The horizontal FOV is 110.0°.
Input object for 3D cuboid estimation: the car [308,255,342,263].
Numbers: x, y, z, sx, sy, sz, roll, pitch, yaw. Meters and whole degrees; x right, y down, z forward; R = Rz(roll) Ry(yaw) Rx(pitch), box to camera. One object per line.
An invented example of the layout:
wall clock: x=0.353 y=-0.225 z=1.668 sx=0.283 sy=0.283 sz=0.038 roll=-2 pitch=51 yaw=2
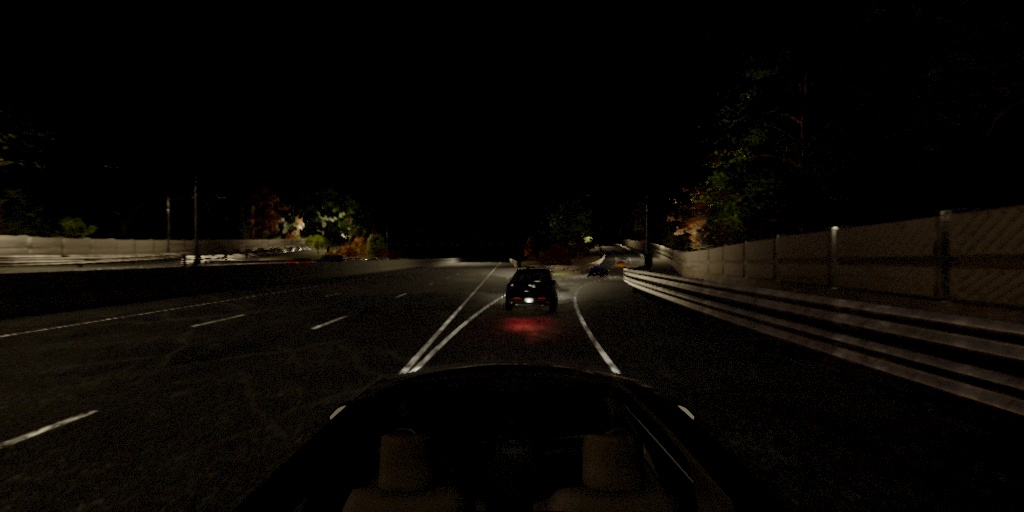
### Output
car: x=-25.379 y=0.894 z=49.848 sx=2.150 sy=2.045 sz=5.566 roll=0 pitch=0 yaw=0

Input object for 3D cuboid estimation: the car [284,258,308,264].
car: x=-28.873 y=1.014 z=48.682 sx=2.097 sy=1.767 sz=4.553 roll=0 pitch=0 yaw=-1

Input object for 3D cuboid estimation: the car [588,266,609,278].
car: x=10.970 y=1.981 z=45.533 sx=1.812 sy=1.442 sz=4.674 roll=0 pitch=-1 yaw=25

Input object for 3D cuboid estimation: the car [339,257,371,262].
car: x=-21.889 y=1.213 z=50.123 sx=1.812 sy=1.442 sz=4.674 roll=0 pitch=0 yaw=0

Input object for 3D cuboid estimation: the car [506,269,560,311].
car: x=0.912 y=1.269 z=14.602 sx=1.837 sy=1.490 sz=4.892 roll=-1 pitch=0 yaw=8
